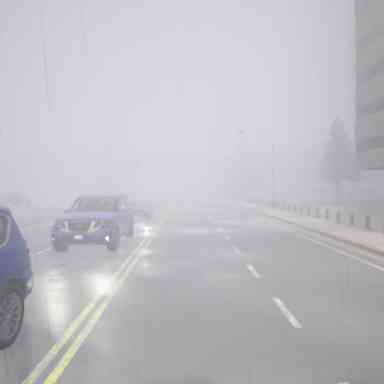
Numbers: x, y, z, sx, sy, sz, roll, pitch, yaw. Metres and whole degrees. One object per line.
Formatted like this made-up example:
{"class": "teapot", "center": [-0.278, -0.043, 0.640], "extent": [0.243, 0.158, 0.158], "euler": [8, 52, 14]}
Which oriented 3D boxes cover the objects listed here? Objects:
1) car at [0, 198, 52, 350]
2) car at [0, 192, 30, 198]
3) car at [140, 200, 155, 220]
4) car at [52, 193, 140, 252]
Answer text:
{"class": "car", "center": [-3.629, 1.217, 3.206], "extent": [2.150, 2.045, 5.566], "euler": [-1, 1, -1]}
{"class": "car", "center": [-21.635, 0.874, 40.779], "extent": [1.932, 1.855, 4.605], "euler": [-1, 1, -1]}
{"class": "car", "center": [-3.928, 1.332, 25.246], "extent": [1.895, 1.301, 4.718], "euler": [-1, 1, -1]}
{"class": "car", "center": [-3.781, 1.089, 13.716], "extent": [2.150, 2.045, 5.566], "euler": [-1, 1, -1]}
